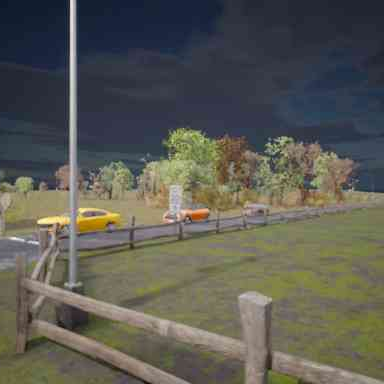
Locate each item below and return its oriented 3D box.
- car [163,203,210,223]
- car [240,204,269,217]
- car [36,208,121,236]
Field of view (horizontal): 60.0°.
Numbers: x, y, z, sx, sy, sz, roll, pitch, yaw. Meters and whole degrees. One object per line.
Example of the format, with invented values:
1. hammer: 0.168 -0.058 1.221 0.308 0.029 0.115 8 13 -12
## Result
1. car: -0.376 1.726 27.803 2.097 1.767 4.553 1 0 36
2. car: 7.346 2.090 38.526 1.812 1.442 4.674 1 0 36
3. car: -6.446 1.703 19.360 1.882 1.535 5.008 1 -1 36
